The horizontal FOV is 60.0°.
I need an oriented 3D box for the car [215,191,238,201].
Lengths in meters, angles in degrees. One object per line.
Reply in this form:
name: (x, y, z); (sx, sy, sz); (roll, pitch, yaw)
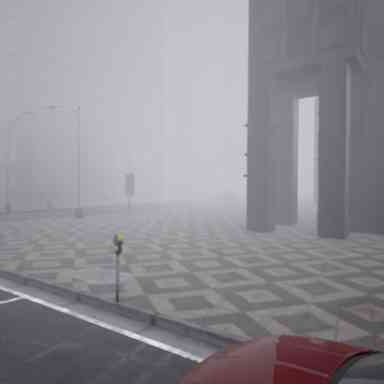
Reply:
car: (5.180, 0.550, 49.783); (1.812, 1.442, 4.674); (1, 1, 36)

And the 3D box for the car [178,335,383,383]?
car: (1.865, 1.551, 1.631); (4.507, 1.381, 1.887); (1, 1, 36)
